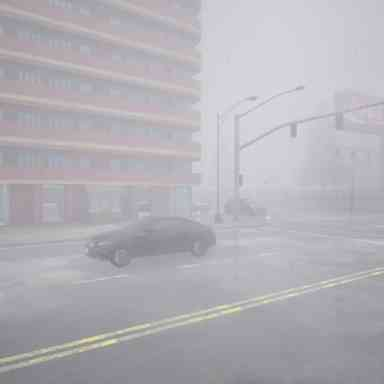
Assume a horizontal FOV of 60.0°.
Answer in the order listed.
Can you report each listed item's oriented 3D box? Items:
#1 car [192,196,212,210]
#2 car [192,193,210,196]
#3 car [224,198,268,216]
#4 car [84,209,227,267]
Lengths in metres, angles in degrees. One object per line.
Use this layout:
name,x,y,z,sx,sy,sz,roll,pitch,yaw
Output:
car,0.223,1.526,39.793,1.812,1.442,4.674,0,0,-34
car,1.146,1.212,57.567,2.150,2.045,5.566,0,-1,-34
car,5.203,1.352,32.370,2.097,1.767,4.553,0,0,-34
car,-1.288,1.526,11.517,4.674,1.442,1.812,0,0,-33
